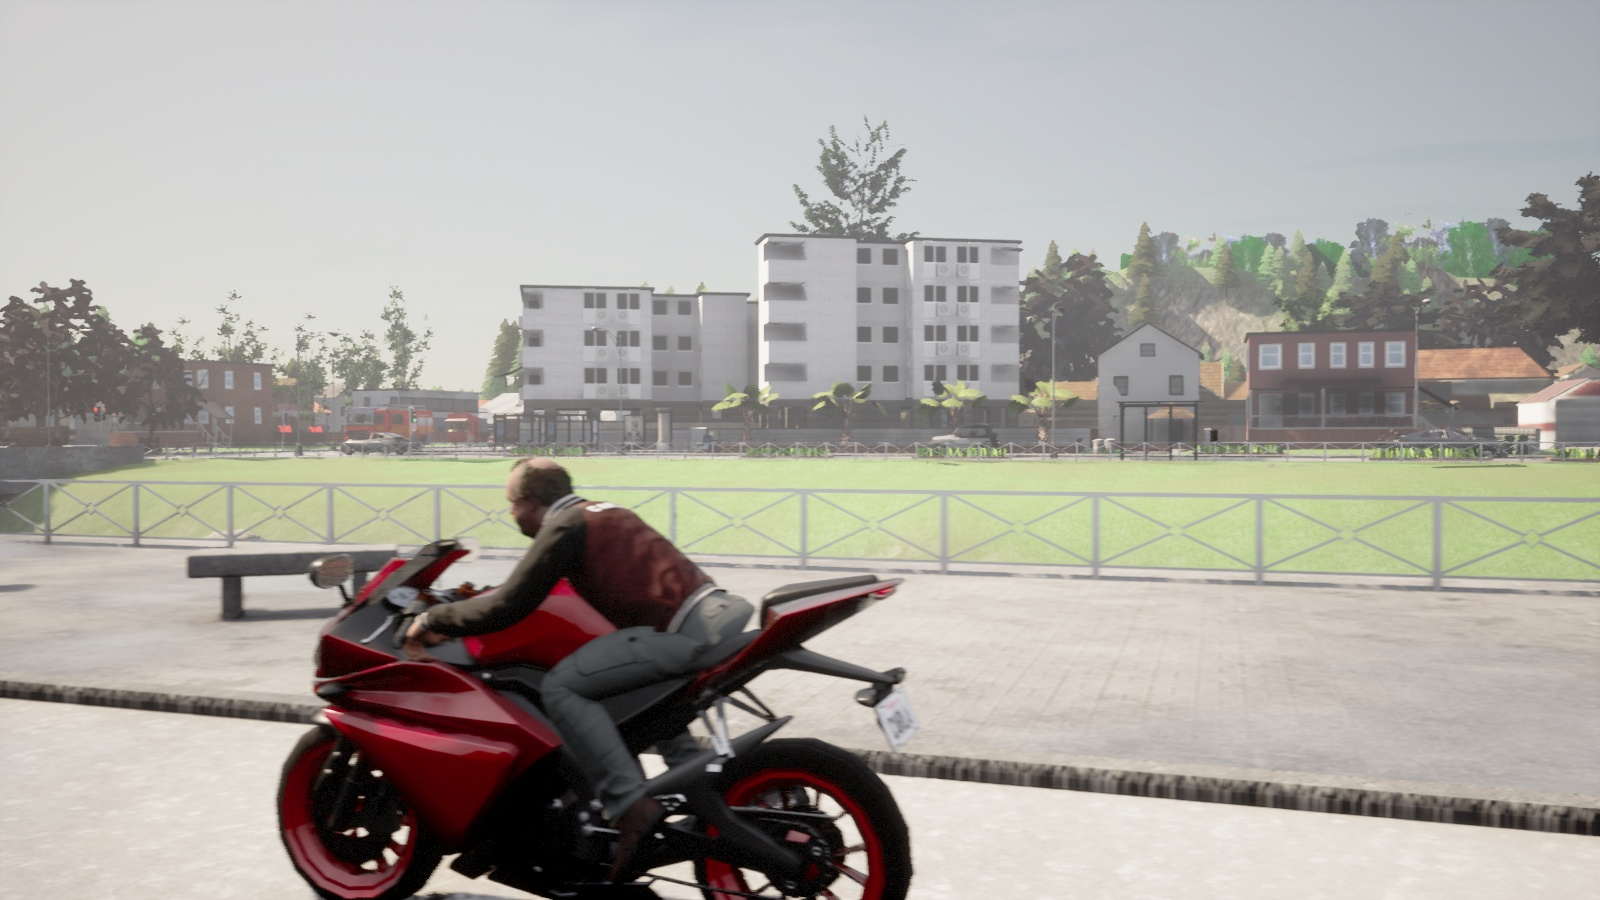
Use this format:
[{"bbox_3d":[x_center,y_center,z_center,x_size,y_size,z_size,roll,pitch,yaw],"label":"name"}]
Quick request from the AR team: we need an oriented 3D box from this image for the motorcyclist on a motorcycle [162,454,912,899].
[{"bbox_3d":[-0.819,0.794,3.996,2.191,1.530,0.866,1,1,19],"label":"motorcyclist on a motorcycle"}]

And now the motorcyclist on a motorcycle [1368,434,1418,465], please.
[{"bbox_3d":[29.749,-0.036,63.029,2.191,1.530,0.866,1,1,19],"label":"motorcyclist on a motorcycle"}]

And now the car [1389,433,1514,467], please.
[{"bbox_3d":[30.314,-0.042,58.617,4.902,1.511,2.128,1,1,19],"label":"car"}]

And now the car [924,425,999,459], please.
[{"bbox_3d":[9.021,-0.465,70.004,3.866,1.878,1.905,1,1,19],"label":"car"}]

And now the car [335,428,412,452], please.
[{"bbox_3d":[-28.020,-0.653,82.477,4.514,1.525,2.007,1,1,19],"label":"car"}]
